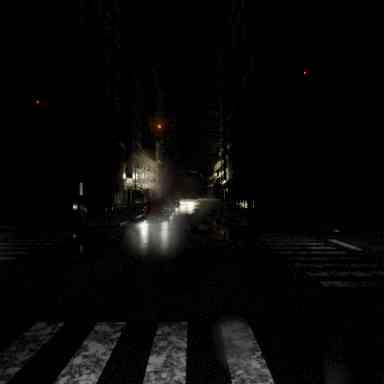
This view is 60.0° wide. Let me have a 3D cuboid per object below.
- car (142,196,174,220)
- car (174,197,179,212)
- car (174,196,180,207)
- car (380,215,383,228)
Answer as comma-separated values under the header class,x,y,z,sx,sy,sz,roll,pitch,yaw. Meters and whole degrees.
class,x,y,z,sx,sy,sz,roll,pitch,yaw
car,-2.868,1.345,27.628,2.097,1.767,4.553,0,0,0
car,-2.873,1.550,37.614,1.994,1.385,4.181,0,0,0
car,-2.872,1.329,47.783,2.097,1.767,4.553,0,0,0
car,12.338,1.282,16.792,5.009,1.841,2.192,0,0,0
